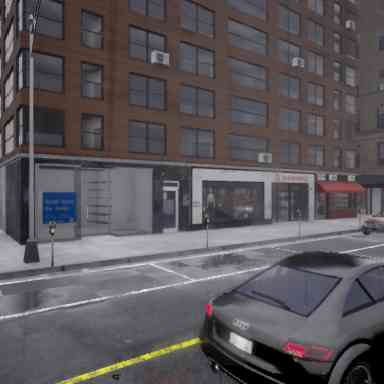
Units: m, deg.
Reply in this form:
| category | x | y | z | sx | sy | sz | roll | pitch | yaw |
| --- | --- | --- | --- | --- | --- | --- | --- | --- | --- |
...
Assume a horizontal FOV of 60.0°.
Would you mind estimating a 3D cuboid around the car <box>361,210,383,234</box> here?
| category | x | y | z | sx | sy | sz | roll | pitch | yaw |
| --- | --- | --- | --- | --- | --- | --- | --- | --- | --- |
| car | 10.616 | 1.582 | 17.470 | 4.206 | 1.307 | 1.802 | 0 | 0 | -35 |

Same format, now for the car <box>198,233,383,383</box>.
| category | x | y | z | sx | sy | sz | roll | pitch | yaw |
| --- | --- | --- | --- | --- | --- | --- | --- | --- | --- |
| car | 2.148 | 1.565 | 4.694 | 4.181 | 1.385 | 1.994 | 0 | 0 | -35 |
